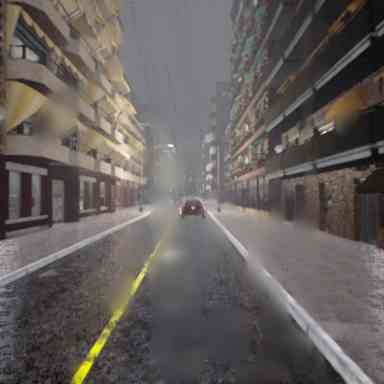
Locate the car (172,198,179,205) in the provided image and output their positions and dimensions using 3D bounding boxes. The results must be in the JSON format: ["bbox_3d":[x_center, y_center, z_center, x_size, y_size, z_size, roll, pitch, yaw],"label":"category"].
[{"bbox_3d":[-2.768,1.823,65.706,1.812,1.442,4.674,0,0,0],"label":"car"}]

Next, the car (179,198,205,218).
[{"bbox_3d":[0.099,1.476,31.430,2.097,1.767,4.553,0,0,0],"label":"car"}]
